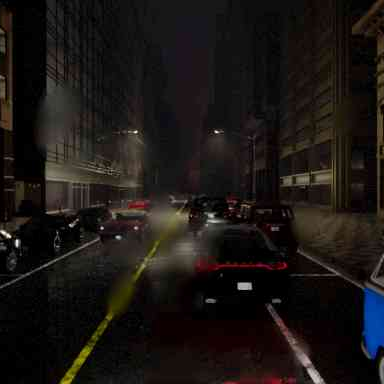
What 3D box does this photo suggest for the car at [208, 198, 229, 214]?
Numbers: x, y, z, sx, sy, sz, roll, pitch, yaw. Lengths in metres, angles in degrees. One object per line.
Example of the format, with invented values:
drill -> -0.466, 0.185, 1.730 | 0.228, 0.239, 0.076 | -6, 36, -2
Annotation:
car -> 2.827, 1.449, 35.891 | 1.967, 1.590, 4.097 | 0, 0, 0

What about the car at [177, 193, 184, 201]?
car -> -2.832, 1.638, 89.832 | 1.895, 1.301, 4.718 | 0, 0, 0

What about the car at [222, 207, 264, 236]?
car -> 2.796, 1.584, 19.086 | 1.802, 1.307, 4.206 | 0, 0, 0

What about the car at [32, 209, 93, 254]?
car -> -5.740, 1.567, 13.487 | 1.947, 1.339, 4.313 | 0, 0, 0

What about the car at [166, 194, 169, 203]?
car -> -5.656, 1.565, 58.304 | 1.887, 1.381, 4.507 | 0, 0, 0

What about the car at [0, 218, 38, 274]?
car -> -5.751, 1.551, 7.886 | 2.008, 1.369, 4.403 | 0, 0, 0

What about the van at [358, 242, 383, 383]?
van -> 2.763, 1.341, 2.281 | 1.690, 1.788, 3.998 | 0, 0, 0

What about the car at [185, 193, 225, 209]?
car -> 0.887, 1.224, 18.253 | 2.150, 2.045, 5.566 | 0, 0, 0

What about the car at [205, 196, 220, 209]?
car -> 2.848, 1.455, 47.095 | 1.967, 1.590, 4.097 | 0, 0, 0

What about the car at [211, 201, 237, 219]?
car -> 2.817, 1.572, 30.290 | 1.947, 1.339, 4.313 | 0, 0, 0

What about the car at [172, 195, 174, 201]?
car -> -5.624, 1.574, 75.111 | 1.887, 1.381, 4.507 | 0, 0, 0

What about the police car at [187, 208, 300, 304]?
police car -> 0.915, 1.425, 8.333 | 1.930, 1.638, 5.238 | 0, 0, 0

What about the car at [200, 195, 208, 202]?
car -> 2.911, 1.472, 80.706 | 1.967, 1.590, 4.097 | 0, 0, 0

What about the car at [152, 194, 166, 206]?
car -> -5.667, 1.458, 52.702 | 1.967, 1.590, 4.097 | 0, 0, 0

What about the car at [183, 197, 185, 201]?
car -> 0.110, 1.578, 45.790 | 1.994, 1.385, 4.181 | 0, 0, 1

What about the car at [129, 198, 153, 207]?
car -> -5.698, 1.554, 35.896 | 1.887, 1.381, 4.507 | 0, 0, 0

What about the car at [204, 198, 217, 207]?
car -> 2.859, 1.600, 52.697 | 1.802, 1.307, 4.206 | 0, 0, 0

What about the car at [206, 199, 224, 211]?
car -> 2.838, 1.578, 41.493 | 1.947, 1.339, 4.313 | 0, 0, 0

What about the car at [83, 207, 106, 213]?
car -> -5.730, 1.568, 19.089 | 1.947, 1.339, 4.313 | 0, 0, 0

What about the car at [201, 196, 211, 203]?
car -> 2.890, 1.571, 69.501 | 1.887, 1.381, 4.507 | 0, 0, 0

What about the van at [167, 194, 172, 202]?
van -> -5.636, 1.368, 69.509 | 1.690, 1.788, 3.998 | 0, 0, 0

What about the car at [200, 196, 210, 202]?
car -> 2.901, 1.574, 75.104 | 1.887, 1.381, 4.507 | 0, 0, 0

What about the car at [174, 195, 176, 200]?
car -> -5.614, 1.577, 80.713 | 1.887, 1.381, 4.507 | 0, 0, 0

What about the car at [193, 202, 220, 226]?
car -> 0.945, 1.530, 24.224 | 1.812, 1.442, 4.674 | 0, 0, 0

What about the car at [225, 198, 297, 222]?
car -> 2.784, 1.316, 13.484 | 2.192, 1.841, 5.009 | 0, 0, 0

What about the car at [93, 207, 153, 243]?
car -> -3.069, 1.602, 16.165 | 1.895, 1.301, 4.718 | 0, 0, 0

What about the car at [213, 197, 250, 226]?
car -> 2.805, 1.319, 24.688 | 2.192, 1.841, 5.009 | 0, 0, 0

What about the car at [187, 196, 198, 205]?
car -> 0.115, 1.570, 61.477 | 2.033, 1.411, 5.357 | 0, 0, 0

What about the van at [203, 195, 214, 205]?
van -> 2.869, 1.362, 58.298 | 1.690, 1.788, 3.998 | 0, 0, 0
